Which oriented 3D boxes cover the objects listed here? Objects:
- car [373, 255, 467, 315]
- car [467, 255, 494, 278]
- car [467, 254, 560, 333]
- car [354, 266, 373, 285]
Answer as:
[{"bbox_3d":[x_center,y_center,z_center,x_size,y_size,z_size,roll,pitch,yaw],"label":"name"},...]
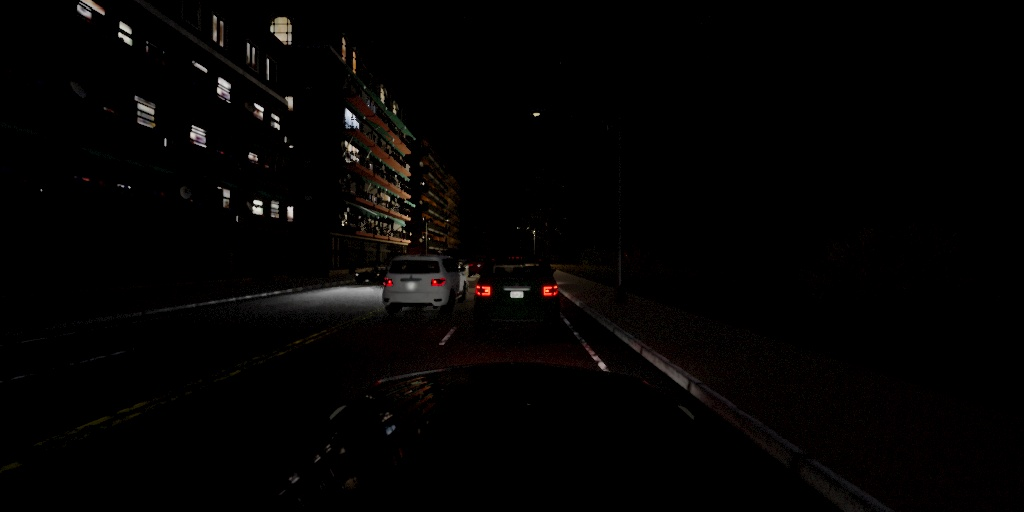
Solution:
[{"bbox_3d":[-3.102,0.974,13.782,2.150,2.045,5.566,0,0,0],"label":"car"},{"bbox_3d":[-3.017,0.975,35.650,2.150,2.045,5.566,0,0,0],"label":"car"},{"bbox_3d":[0.132,0.973,10.827,2.150,2.045,5.566,0,0,0],"label":"car"},{"bbox_3d":[-9.752,1.352,26.395,1.895,1.301,4.718,0,0,0],"label":"car"}]
